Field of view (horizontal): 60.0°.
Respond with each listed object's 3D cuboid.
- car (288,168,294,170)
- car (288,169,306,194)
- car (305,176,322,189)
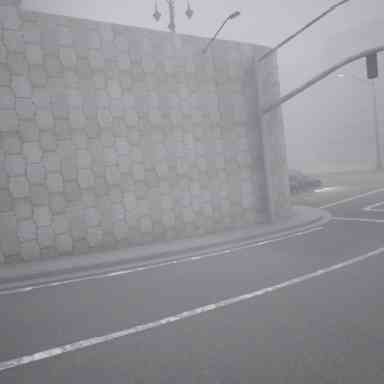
[{"bbox_3d":[12.603,-2.476,44.571,1.994,1.385,4.181,-10,6,-35],"label":"car"},{"bbox_3d":[6.815,-0.600,28.341,2.097,1.767,4.553,-10,6,-35],"label":"car"},{"bbox_3d":[9.636,-0.903,30.403,1.994,1.385,4.181,-10,6,-34],"label":"car"}]
